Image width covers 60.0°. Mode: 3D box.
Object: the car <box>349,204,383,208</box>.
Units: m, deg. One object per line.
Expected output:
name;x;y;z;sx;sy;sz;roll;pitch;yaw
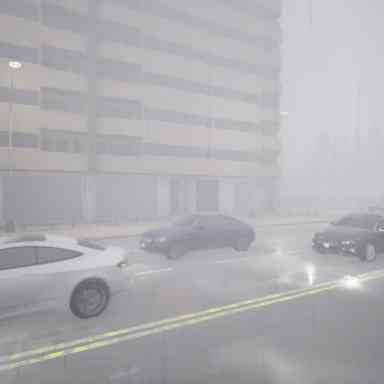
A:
car;10.157;1.563;18.615;4.181;1.385;1.994;0;0;-32

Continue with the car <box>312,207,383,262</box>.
car;6.452;1.505;12.159;4.892;1.490;1.837;0;0;-32

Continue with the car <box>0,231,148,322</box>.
car;-3.352;1.526;5.923;4.674;1.442;1.812;0;0;-34

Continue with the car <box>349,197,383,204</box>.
car;24.986;1.448;47.619;1.837;1.490;4.892;0;0;-31

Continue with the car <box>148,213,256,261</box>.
car;0.335;1.525;12.435;4.674;1.442;1.812;0;0;-32
